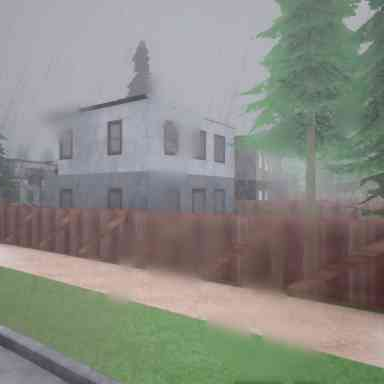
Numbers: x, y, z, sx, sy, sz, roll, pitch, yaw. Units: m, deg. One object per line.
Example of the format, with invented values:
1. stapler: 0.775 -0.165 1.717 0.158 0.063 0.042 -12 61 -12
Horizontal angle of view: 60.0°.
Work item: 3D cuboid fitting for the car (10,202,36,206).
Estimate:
1. car: -15.351 1.582 29.329 1.895 1.301 4.718 0 0 28
